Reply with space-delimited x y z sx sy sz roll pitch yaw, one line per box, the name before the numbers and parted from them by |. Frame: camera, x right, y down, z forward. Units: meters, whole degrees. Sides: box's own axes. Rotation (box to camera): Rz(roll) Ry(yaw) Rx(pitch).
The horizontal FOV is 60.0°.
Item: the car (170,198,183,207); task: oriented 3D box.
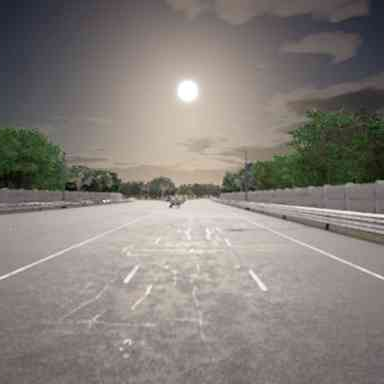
car | -3.458 2.247 70.391 2.097 1.767 4.553 0 -1 0
